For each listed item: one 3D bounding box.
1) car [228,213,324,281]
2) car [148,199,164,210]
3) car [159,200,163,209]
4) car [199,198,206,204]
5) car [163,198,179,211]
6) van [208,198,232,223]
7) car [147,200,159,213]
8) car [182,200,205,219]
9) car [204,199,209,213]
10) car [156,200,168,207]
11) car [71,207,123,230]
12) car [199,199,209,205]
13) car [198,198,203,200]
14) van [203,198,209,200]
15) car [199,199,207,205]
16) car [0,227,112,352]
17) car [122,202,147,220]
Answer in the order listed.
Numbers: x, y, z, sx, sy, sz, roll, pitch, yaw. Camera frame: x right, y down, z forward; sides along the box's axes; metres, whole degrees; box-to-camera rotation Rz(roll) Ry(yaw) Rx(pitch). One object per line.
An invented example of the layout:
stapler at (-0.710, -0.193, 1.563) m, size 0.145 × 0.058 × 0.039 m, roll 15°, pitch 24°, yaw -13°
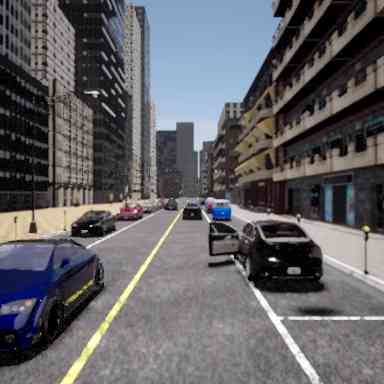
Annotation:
car at (2.358, 1.597, 10.106) m, size 1.837 × 1.490 × 4.892 m, roll 0°, pitch -1°, yaw 0°
car at (-5.675, 1.944, 52.915) m, size 1.967 × 1.590 × 4.097 m, roll 0°, pitch -1°, yaw 0°
car at (-5.676, 2.000, 47.391) m, size 2.008 × 1.369 × 4.403 m, roll 0°, pitch -1°, yaw 0°
car at (2.718, 2.377, 86.216) m, size 1.752 × 1.417 × 4.829 m, roll 0°, pitch -1°, yaw 0°
car at (-2.982, 1.983, 49.275) m, size 1.882 × 1.535 × 5.008 m, roll 0°, pitch -1°, yaw 0°
van at (2.698, 1.627, 30.822) m, size 1.690 × 1.788 × 3.998 m, roll 0°, pitch -1°, yaw 0°
car at (-5.678, 1.945, 41.868) m, size 2.008 × 1.369 × 4.403 m, roll 0°, pitch -1°, yaw 0°
car at (0.057, 1.806, 32.405) m, size 1.837 × 1.490 × 4.892 m, roll 0°, pitch 0°, yaw 0°
car at (2.703, 1.939, 41.865) m, size 1.887 × 1.381 × 4.507 m, roll 0°, pitch -1°, yaw 0°
car at (-5.670, 2.181, 63.959) m, size 1.947 × 1.339 × 4.313 m, roll 0°, pitch -1°, yaw 0°
car at (-5.686, 1.747, 19.778) m, size 1.947 × 1.339 × 4.313 m, roll 0°, pitch -1°, yaw 0°
car at (2.715, 2.297, 75.001) m, size 1.947 × 1.339 × 4.313 m, roll 0°, pitch -1°, yaw 0°
car at (0.063, 1.922, 45.430) m, size 2.128 × 1.511 × 4.902 m, roll 0°, pitch -1°, yaw -1°
van at (2.704, 1.790, 47.389) m, size 1.690 × 1.788 × 3.998 m, roll 0°, pitch -1°, yaw 0°
car at (2.717, 2.317, 80.693) m, size 1.752 × 1.417 × 4.829 m, roll 0°, pitch -1°, yaw 0°
car at (-3.098, 1.622, 6.332) m, size 1.994 × 1.385 × 4.181 m, roll 0°, pitch -1°, yaw 0°
car at (-5.683, 1.726, 30.825) m, size 1.967 × 1.590 × 4.097 m, roll 0°, pitch -1°, yaw 0°
